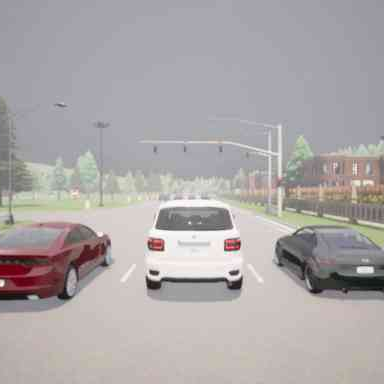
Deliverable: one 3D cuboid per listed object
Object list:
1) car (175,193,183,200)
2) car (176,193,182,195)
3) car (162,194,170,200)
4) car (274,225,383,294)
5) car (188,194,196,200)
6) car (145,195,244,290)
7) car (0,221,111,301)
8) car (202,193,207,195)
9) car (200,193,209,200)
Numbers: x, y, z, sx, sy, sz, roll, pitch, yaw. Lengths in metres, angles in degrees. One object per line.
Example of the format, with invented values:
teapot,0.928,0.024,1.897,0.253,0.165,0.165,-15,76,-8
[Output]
car,-3.545,1.148,92.065,2.097,1.767,4.553,0,0,0
car,-3.540,1.481,82.092,1.812,1.442,4.674,0,0,0
car,-7.045,1.293,92.093,1.837,1.490,4.892,0,0,0
car,3.560,1.560,8.811,1.994,1.385,4.181,0,0,0
car,-0.045,1.333,92.097,2.033,1.411,5.357,0,0,0
car,0.062,1.217,9.222,2.150,2.045,5.566,0,0,0
car,-3.444,1.474,8.411,1.882,1.535,5.008,0,0,0
car,3.460,1.552,82.125,1.895,1.301,4.718,0,0,0
car,3.455,1.148,92.069,2.097,1.767,4.553,0,0,0
